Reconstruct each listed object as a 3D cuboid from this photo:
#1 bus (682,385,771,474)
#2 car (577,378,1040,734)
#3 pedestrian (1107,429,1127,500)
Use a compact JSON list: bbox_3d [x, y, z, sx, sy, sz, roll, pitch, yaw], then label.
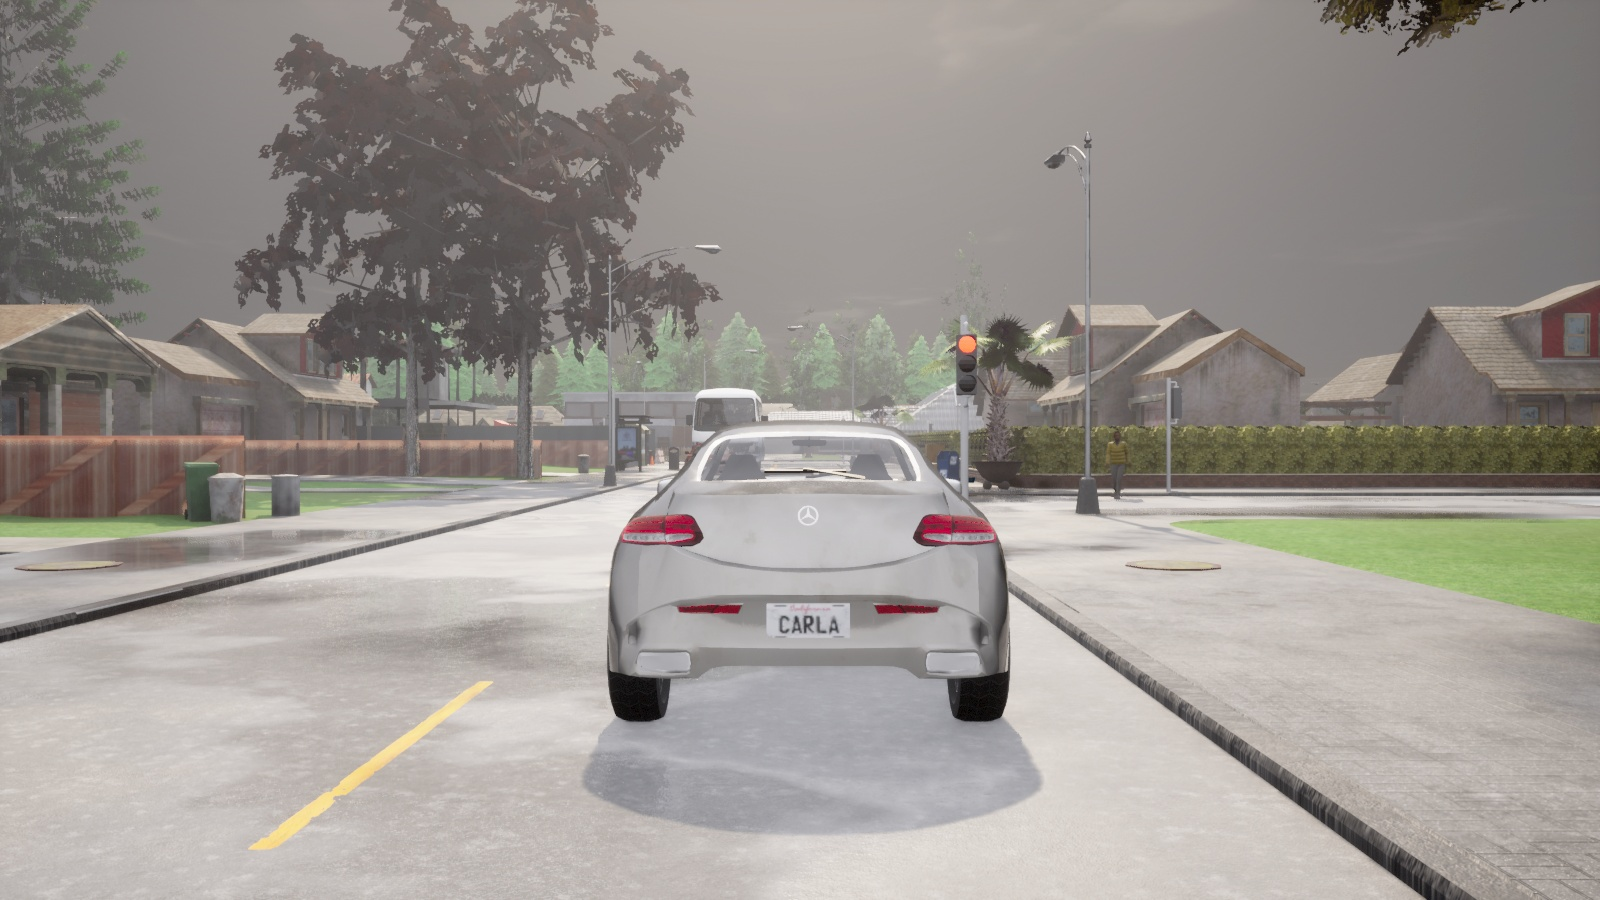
[{"bbox_3d":[-3.622,-1.001,65.183,3.944,4.253,10.273,0,0,0],"label":"bus"},{"bbox_3d":[0.062,0.478,8.355,2.152,1.651,5.027,0,0,1],"label":"car"},{"bbox_3d":[8.250,0.368,32.698,0.431,1.840,0.709,0,0,21],"label":"pedestrian"}]
